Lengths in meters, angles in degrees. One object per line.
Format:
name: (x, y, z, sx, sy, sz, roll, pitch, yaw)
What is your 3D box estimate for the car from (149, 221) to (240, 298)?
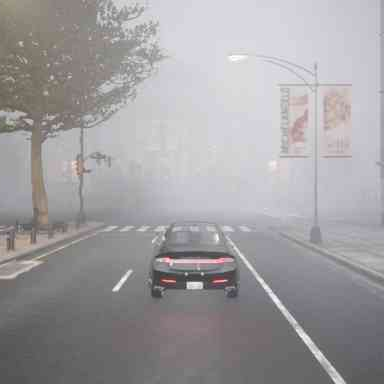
car: (0.061, 1.491, 8.489, 2.128, 1.511, 4.902, 0, 0, 0)
